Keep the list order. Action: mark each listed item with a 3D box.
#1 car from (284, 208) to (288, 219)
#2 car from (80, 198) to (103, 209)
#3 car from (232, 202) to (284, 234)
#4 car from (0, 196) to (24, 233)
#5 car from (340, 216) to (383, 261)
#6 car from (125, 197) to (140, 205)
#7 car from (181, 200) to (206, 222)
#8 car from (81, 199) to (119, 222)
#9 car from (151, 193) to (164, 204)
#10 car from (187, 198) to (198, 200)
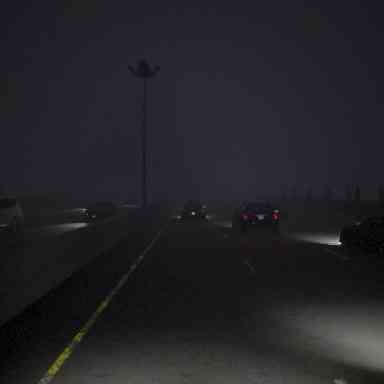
[{"bbox_3d":[7.099,1.588,29.773,1.994,1.385,4.181,0,0,0],"label":"car"},{"bbox_3d":[-14.079,1.627,46.759,1.994,1.385,4.181,0,0,0],"label":"car"},{"bbox_3d":[3.600,1.360,19.505,2.097,1.767,4.553,0,0,0],"label":"car"},{"bbox_3d":[-10.601,1.226,16.567,2.150,2.045,5.566,0,0,0],"label":"car"},{"bbox_3d":[7.100,1.565,12.058,1.994,1.385,4.181,0,0,0],"label":"car"},{"bbox_3d":[-10.527,1.642,59.480,2.033,1.411,5.357,0,0,1],"label":"car"},{"bbox_3d":[0.099,1.582,27.007,1.994,1.385,4.181,0,0,0],"label":"car"},{"bbox_3d":[-7.099,1.522,26.422,1.837,1.490,4.892,0,0,0],"label":"car"},{"bbox_3d":[-7.002,1.235,67.801,2.150,2.045,5.566,0,0,0],"label":"car"},{"bbox_3d":[0.099,1.557,43.067,2.163,1.488,4.792,0,0,0],"label":"car"}]
